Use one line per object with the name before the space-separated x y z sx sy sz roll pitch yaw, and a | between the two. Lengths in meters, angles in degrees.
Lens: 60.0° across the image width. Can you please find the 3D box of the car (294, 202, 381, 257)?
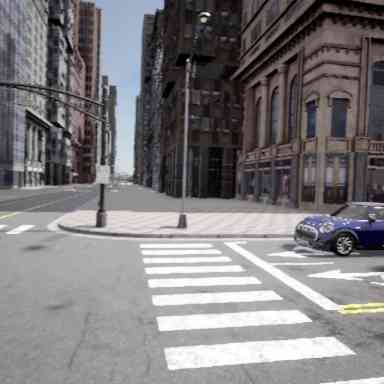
car | 5.984 1.154 11.711 4.553 1.767 2.097 1 2 -11

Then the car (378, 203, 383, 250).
car | 8.245 1.184 8.852 5.566 2.045 2.150 1 2 -13
